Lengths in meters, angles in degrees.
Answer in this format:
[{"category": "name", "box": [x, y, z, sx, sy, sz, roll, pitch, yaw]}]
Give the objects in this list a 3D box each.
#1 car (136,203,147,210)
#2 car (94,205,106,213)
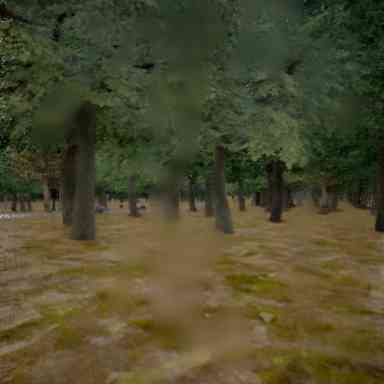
[{"category": "car", "box": [-11.162, 3.075, 69.974, 1.994, 1.385, 4.181, 0, -2, 18]}, {"category": "car", "box": [-16.307, 2.794, 55.740, 1.994, 1.385, 4.181, 0, -2, 21]}]
